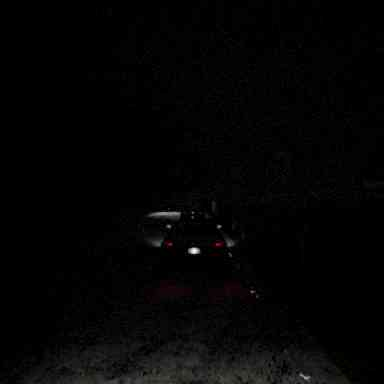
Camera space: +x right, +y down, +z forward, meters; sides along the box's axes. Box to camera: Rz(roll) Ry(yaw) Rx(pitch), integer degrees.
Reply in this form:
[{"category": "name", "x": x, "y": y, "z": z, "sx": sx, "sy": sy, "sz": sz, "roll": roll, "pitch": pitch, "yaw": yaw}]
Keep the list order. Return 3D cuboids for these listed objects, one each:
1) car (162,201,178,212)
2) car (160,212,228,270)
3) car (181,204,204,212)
[{"category": "car", "x": -2.868, "y": 1.877, "z": 43.564, "sx": 1.895, "sy": 1.301, "sz": 4.718, "roll": 0, "pitch": -1, "yaw": 0}, {"category": "car", "x": 0.065, "y": 1.562, "z": 10.983, "sx": 1.994, "sy": 1.385, "sz": 4.181, "roll": 0, "pitch": 0, "yaw": 0}, {"category": "car", "x": 0.066, "y": 1.696, "z": 28.195, "sx": 1.895, "sy": 1.301, "sz": 4.718, "roll": 0, "pitch": -1, "yaw": 0}]
